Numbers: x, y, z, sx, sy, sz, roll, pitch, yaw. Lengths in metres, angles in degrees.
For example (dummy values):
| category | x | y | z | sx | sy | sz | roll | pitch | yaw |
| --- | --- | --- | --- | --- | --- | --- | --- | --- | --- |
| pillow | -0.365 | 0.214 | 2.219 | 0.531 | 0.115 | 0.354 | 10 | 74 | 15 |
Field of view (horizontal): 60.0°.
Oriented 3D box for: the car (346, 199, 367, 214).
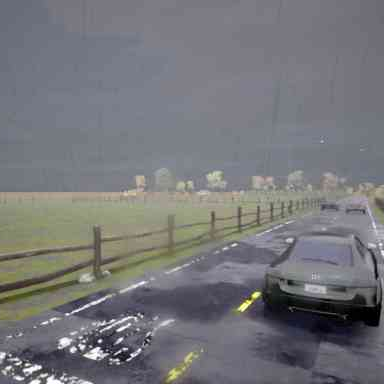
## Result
| category | x | y | z | sx | sy | sz | roll | pitch | yaw |
| --- | --- | --- | --- | --- | --- | --- | --- | --- | --- |
| car | 17.433 | 1.535 | 35.337 | 2.033 | 1.411 | 5.357 | 0 | 0 | 27 |

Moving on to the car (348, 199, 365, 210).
| category | x | y | z | sx | sy | sz | roll | pitch | yaw |
| --- | --- | --- | --- | --- | --- | --- | --- | --- | --- |
| car | 21.909 | 1.587 | 44.175 | 1.895 | 1.301 | 4.718 | 0 | 0 | 27 |

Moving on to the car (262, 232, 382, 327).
| category | x | y | z | sx | sy | sz | roll | pitch | yaw |
| --- | --- | --- | --- | --- | --- | --- | --- | --- | --- |
| car | 2.944 | 1.561 | 7.248 | 1.994 | 1.385 | 4.181 | 0 | 0 | 27 |

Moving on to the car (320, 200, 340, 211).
| category | x | y | z | sx | sy | sz | roll | pitch | yaw |
| --- | --- | --- | --- | --- | --- | --- | --- | --- | --- |
| car | 16.564 | 1.585 | 39.790 | 1.895 | 1.301 | 4.718 | 0 | 0 | 27 |
